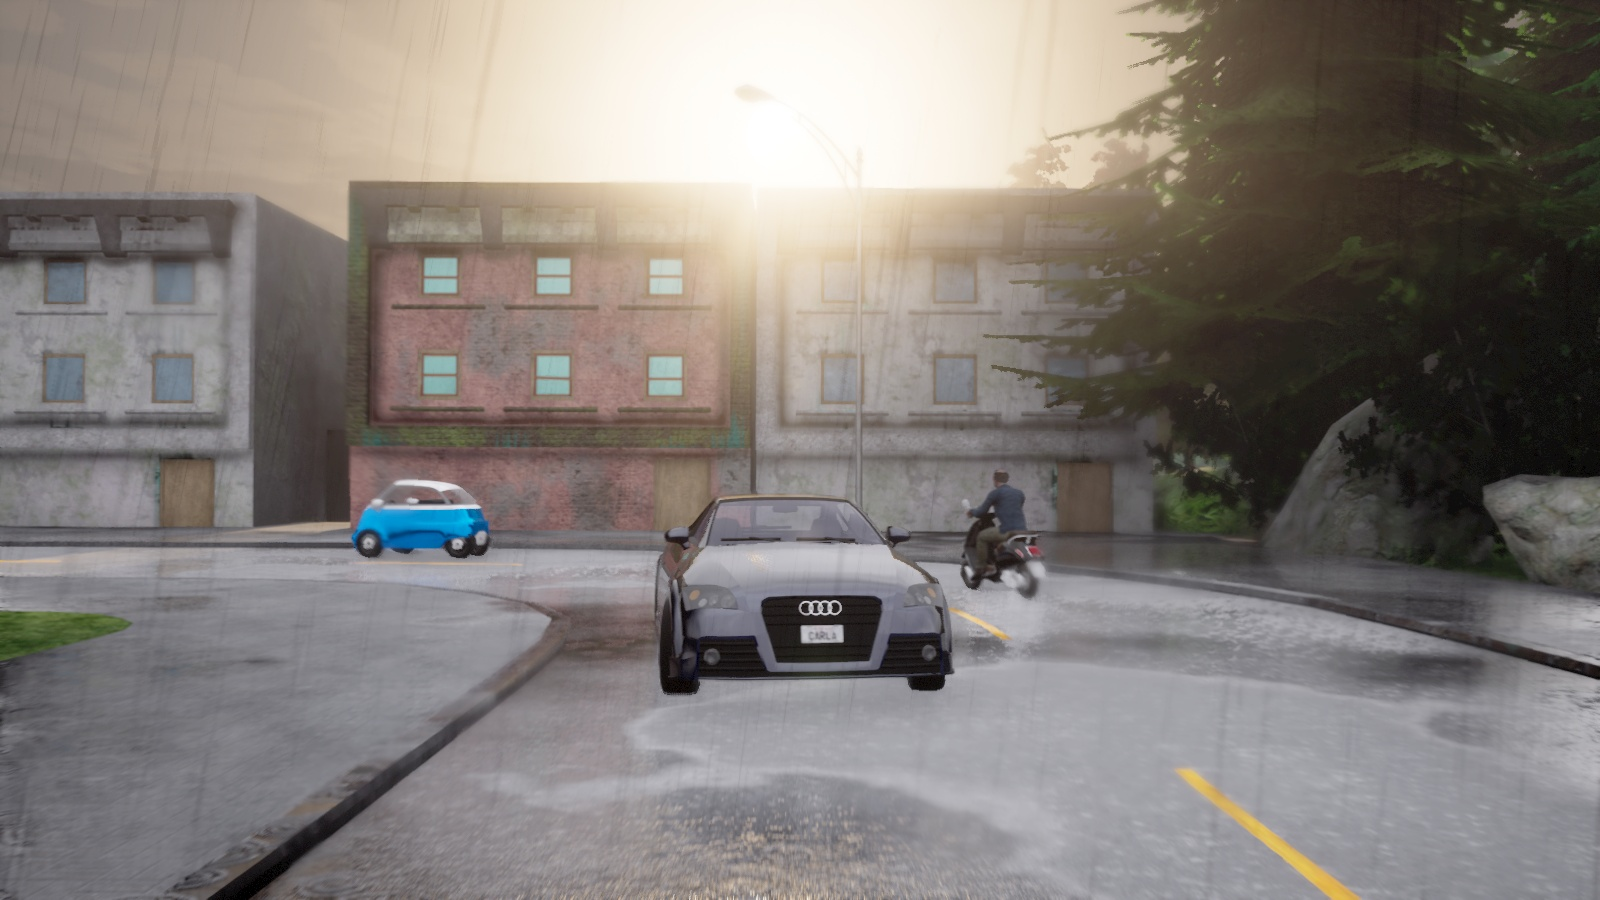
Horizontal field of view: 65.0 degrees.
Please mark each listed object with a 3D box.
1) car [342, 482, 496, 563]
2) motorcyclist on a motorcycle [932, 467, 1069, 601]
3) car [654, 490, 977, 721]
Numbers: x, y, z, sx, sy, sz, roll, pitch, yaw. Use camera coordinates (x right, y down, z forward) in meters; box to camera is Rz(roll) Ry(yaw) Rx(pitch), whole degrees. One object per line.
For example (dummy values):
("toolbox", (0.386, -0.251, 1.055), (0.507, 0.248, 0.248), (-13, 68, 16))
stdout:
("car", (-6.811, 1.276, 22.572), (2.207, 1.376, 1.481), (0, -1, 8))
("motorcyclist on a motorcycle", (2.529, 1.029, 16.043), (0.866, 1.590, 1.817), (-1, -1, -23))
("car", (-0.126, 1.049, 10.133), (1.994, 1.385, 4.181), (0, -1, -8))
